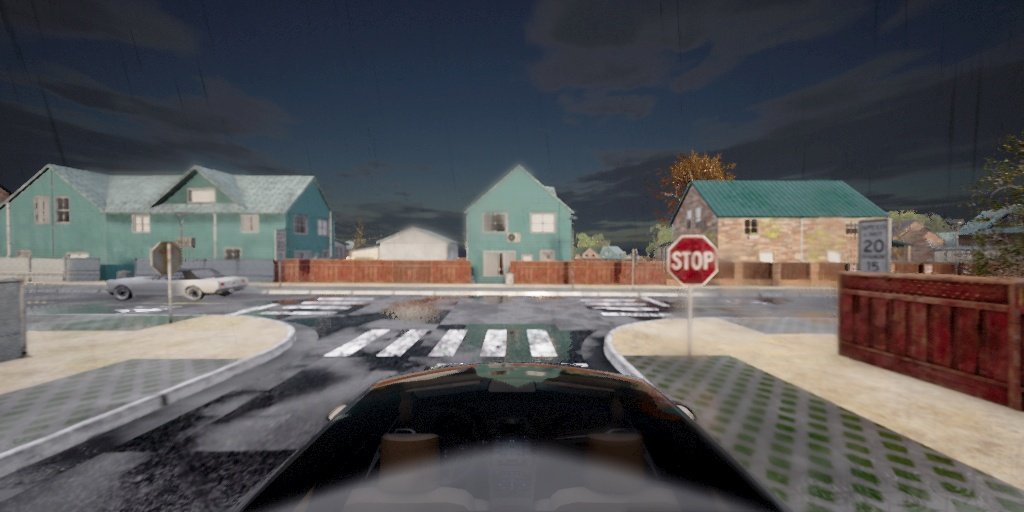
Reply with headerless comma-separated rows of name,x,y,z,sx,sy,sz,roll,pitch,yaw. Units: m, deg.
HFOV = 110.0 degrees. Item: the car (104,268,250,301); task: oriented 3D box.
car,-14.292,1.181,15.425,4.718,1.301,1.895,0,1,-1
